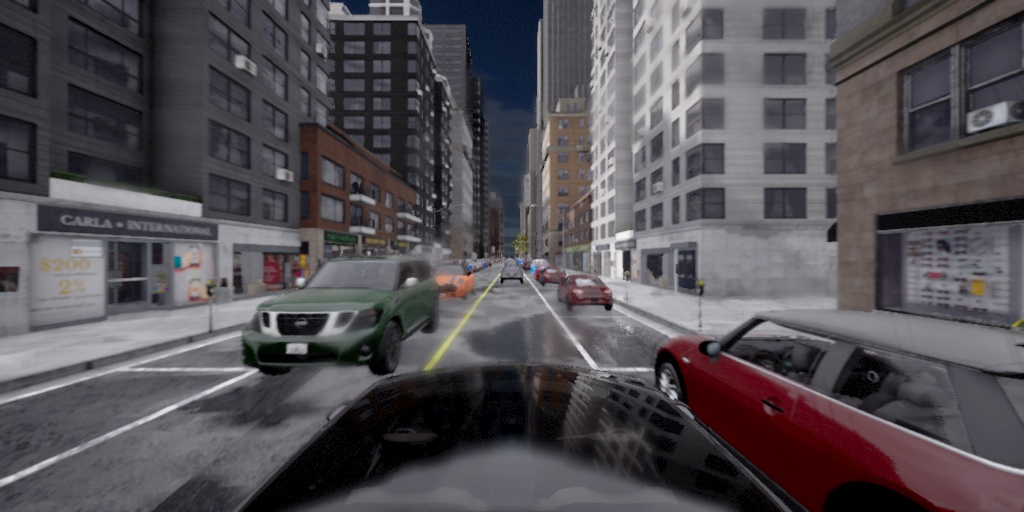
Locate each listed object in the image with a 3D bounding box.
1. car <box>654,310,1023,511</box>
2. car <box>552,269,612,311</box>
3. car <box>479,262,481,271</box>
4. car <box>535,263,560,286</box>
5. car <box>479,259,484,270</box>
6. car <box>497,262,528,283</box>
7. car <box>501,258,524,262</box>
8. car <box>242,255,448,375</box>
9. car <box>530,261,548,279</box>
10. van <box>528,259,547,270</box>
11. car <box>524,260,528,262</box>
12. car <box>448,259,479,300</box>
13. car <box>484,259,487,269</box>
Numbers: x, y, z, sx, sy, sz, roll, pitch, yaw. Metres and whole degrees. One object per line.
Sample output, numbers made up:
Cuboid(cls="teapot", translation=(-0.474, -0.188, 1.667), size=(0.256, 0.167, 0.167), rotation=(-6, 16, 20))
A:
Cuboid(cls="car", translation=(2.858, 1.195, 3.223), size=(1.967, 1.591, 4.097), rotation=(0, 0, 0))
Cuboid(cls="car", translation=(2.858, 1.382, 14.532), size=(1.802, 1.307, 4.207), rotation=(0, 0, 0))
Cuboid(cls="car", translation=(-5.666, 1.578, 48.473), size=(1.802, 1.307, 4.207), rotation=(0, 0, 0))
Cuboid(cls="car", translation=(2.859, 1.431, 25.837), size=(1.802, 1.307, 4.207), rotation=(0, 0, 0))
Cuboid(cls="car", translation=(-5.666, 1.558, 53.960), size=(1.751, 1.417, 4.829), rotation=(0, 0, 0))
Cuboid(cls="car", translation=(0.011, 1.417, 29.075), size=(2.033, 1.411, 5.357), rotation=(0, 0, 1))
Cuboid(cls="car", translation=(0.064, 1.327, 45.562), size=(2.097, 1.767, 4.553), rotation=(0, -1, 0))
Cuboid(cls="car", translation=(-3.081, 0.997, 7.926), size=(2.150, 2.045, 5.566), rotation=(0, 0, 0))
Cuboid(cls="car", translation=(2.859, 1.428, 31.491), size=(1.888, 1.381, 4.507), rotation=(0, 0, 0))
Cuboid(cls="van", translation=(2.859, 1.261, 37.146), size=(1.690, 1.789, 3.998), rotation=(0, 0, 0))
Cuboid(cls="car", translation=(2.859, 1.613, 54.111), size=(1.802, 1.307, 4.207), rotation=(0, 0, 0))
Cuboid(cls="car", translation=(-3.077, 1.167, 18.127), size=(2.097, 1.767, 4.553), rotation=(0, 0, 0))
Cuboid(cls="car", translation=(-5.666, 1.651, 59.787), size=(1.802, 1.307, 4.207), rotation=(0, 0, 0))
